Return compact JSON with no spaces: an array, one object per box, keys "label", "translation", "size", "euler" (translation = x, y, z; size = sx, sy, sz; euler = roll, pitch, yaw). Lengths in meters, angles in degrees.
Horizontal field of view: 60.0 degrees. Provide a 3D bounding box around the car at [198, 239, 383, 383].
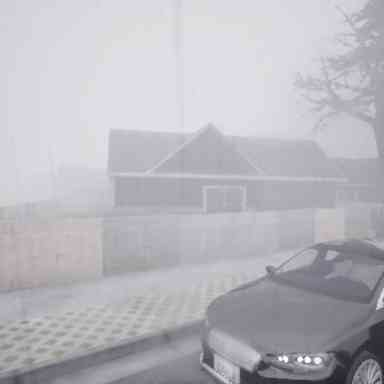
[{"label":"car","translation":[2.337,1.502,4.743],"size":[4.902,1.511,2.128],"euler":[0,0,-36]}]
